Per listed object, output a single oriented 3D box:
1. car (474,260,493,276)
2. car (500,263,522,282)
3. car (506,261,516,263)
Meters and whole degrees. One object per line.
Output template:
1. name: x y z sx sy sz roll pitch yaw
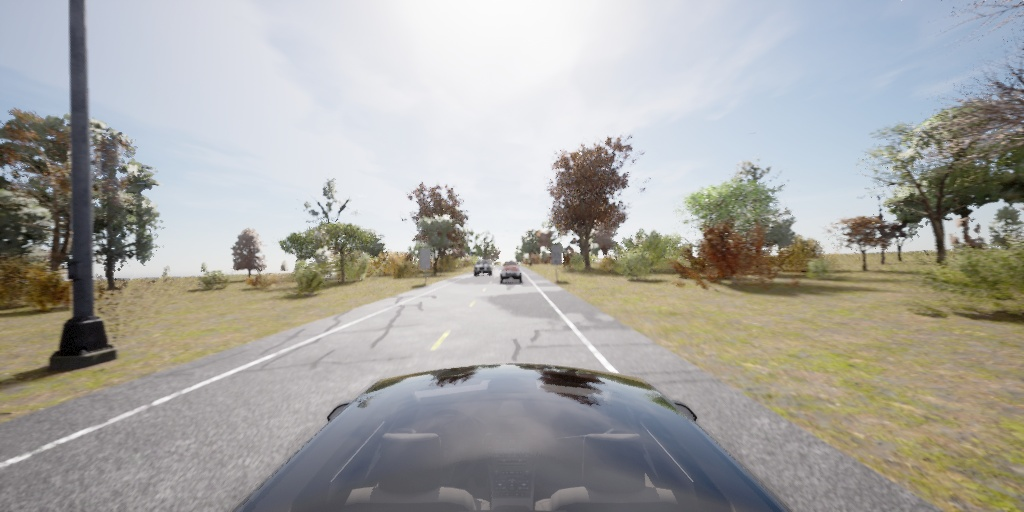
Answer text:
1. car: -3.625 1.515 45.918 2.150 2.045 5.566 -2 -1 0
2. car: -0.070 1.576 31.517 1.895 1.301 4.718 -2 0 0
3. car: -0.078 1.444 44.673 2.097 1.767 4.553 -2 -1 0
